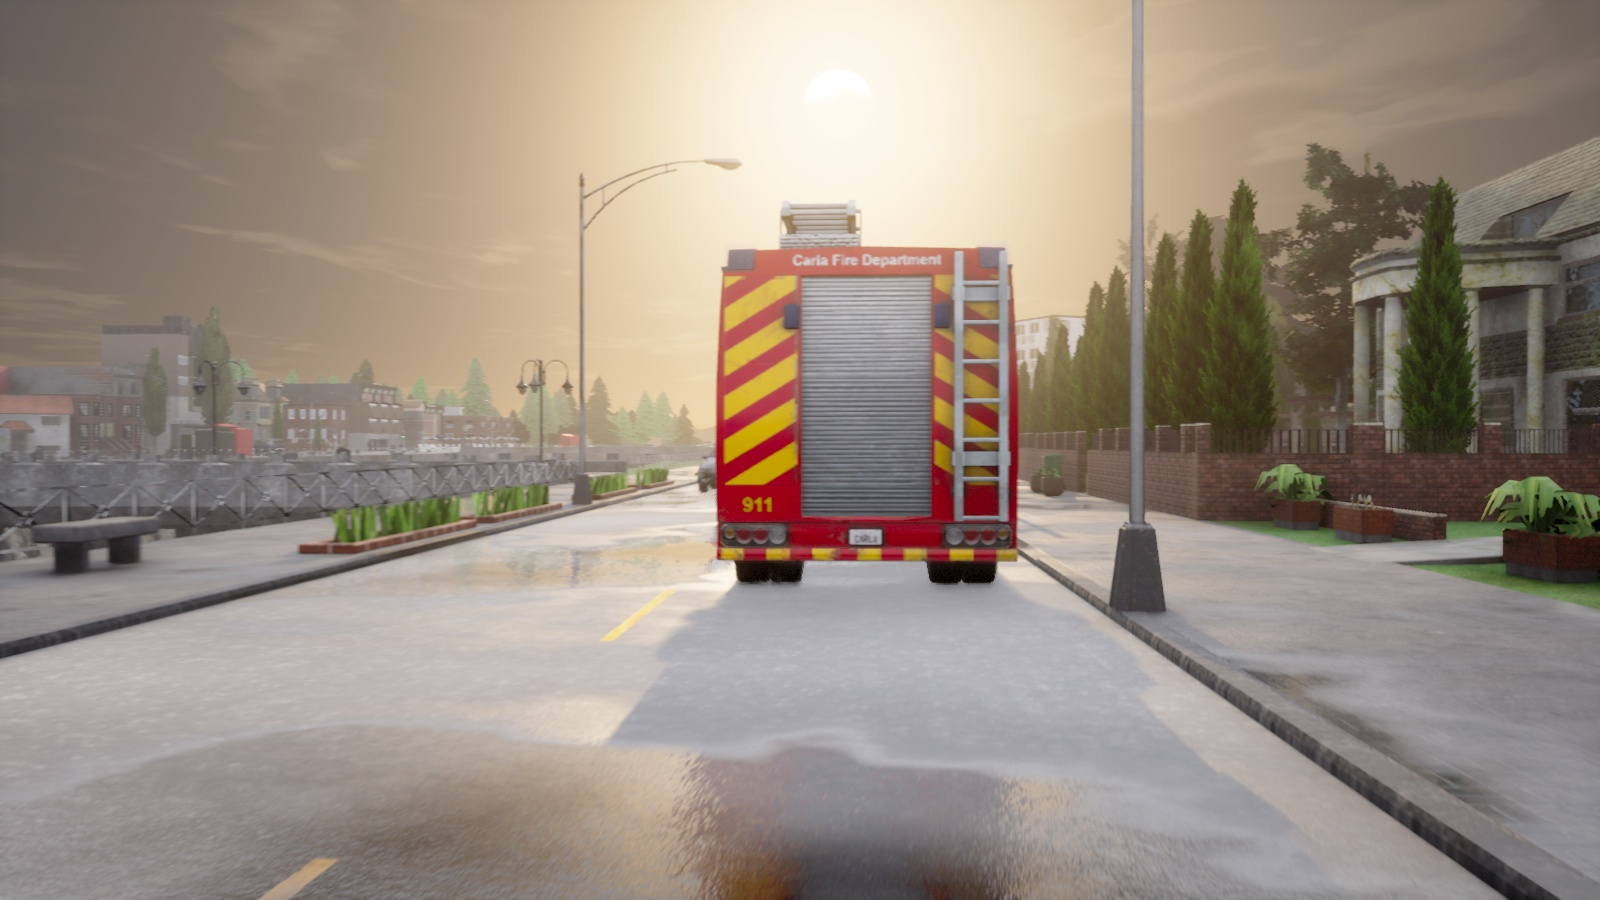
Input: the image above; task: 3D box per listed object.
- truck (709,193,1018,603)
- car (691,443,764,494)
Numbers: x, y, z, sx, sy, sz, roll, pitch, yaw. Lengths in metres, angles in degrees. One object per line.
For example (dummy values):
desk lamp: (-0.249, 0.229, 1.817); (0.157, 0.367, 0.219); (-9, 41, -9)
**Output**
truck: (0.786, -0.508, 16.013); (2.891, 3.827, 8.468); (0, 0, 3)
car: (-2.167, 0.537, 38.594); (1.816, 1.474, 4.193); (0, 0, 3)
